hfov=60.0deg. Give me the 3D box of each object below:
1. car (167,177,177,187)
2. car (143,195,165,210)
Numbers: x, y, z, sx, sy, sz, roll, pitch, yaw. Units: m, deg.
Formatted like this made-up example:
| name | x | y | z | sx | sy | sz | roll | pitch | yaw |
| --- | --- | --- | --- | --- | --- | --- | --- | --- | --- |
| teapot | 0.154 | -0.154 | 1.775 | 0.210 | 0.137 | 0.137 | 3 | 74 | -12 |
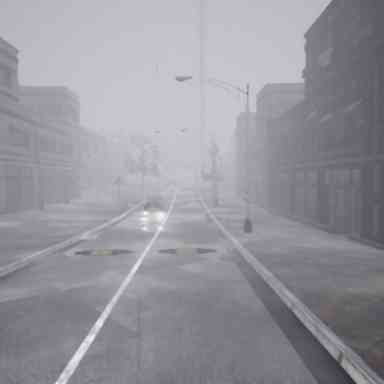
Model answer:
| name | x | y | z | sx | sy | sz | roll | pitch | yaw |
| --- | --- | --- | --- | --- | --- | --- | --- | --- | --- |
| car | -4.508 | -2.322 | 75.568 | 2.150 | 2.045 | 5.566 | 0 | 4 | -1 |
| car | -3.736 | 1.030 | 33.248 | 1.895 | 1.301 | 4.718 | 0 | 3 | -1 |
